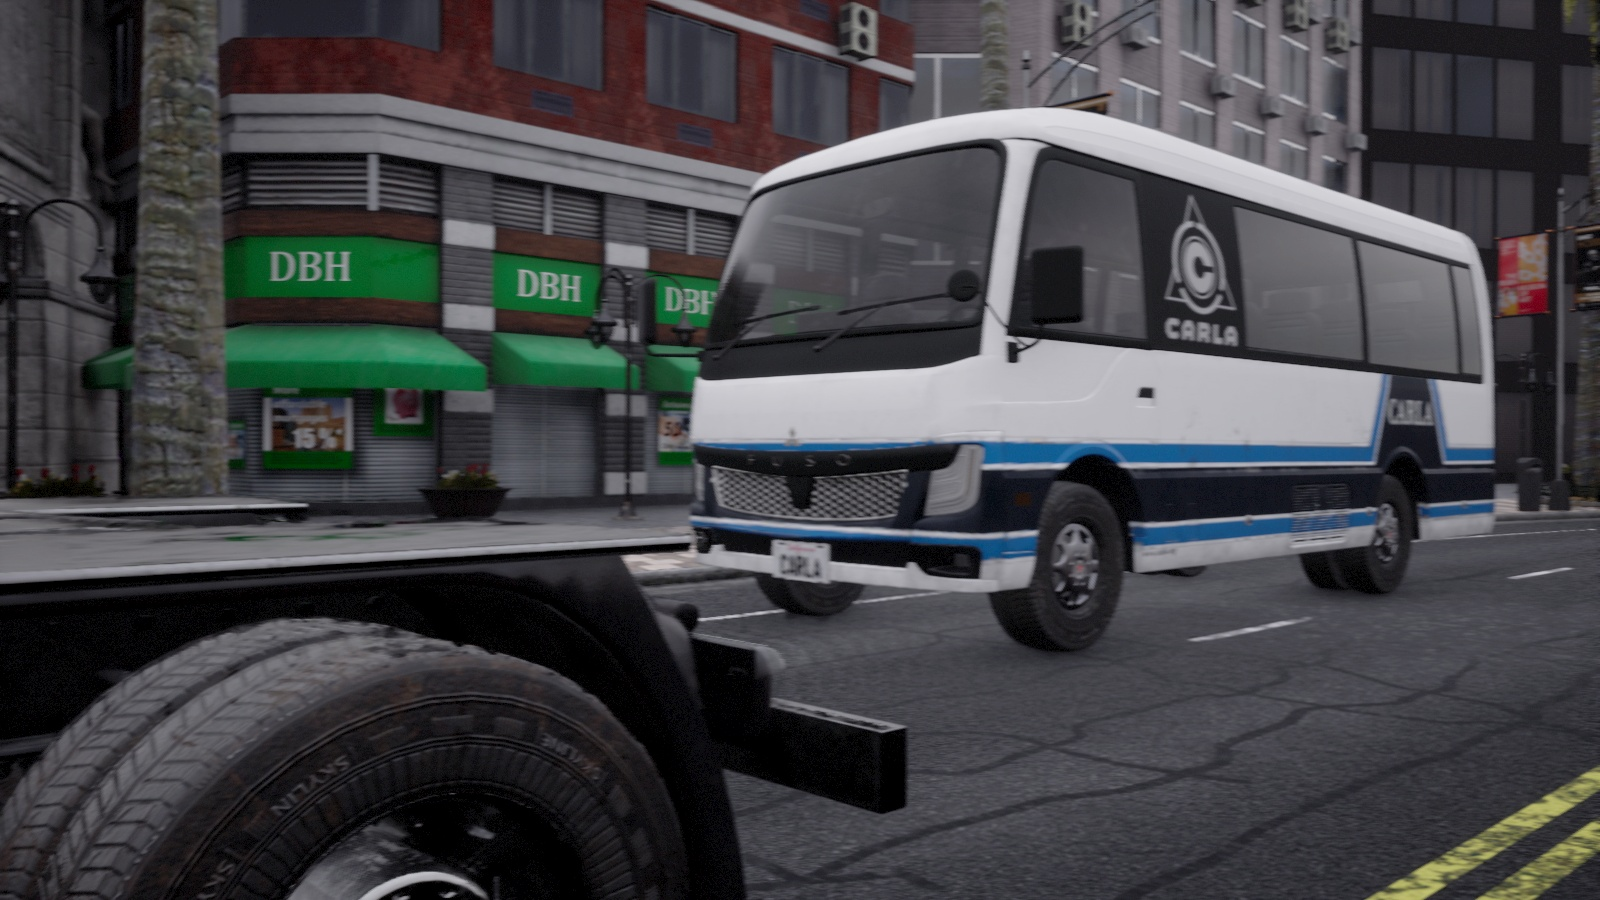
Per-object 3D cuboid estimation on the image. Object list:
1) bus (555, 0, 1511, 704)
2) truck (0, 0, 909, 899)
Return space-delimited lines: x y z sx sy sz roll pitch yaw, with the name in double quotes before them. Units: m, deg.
"bus" 3.088 -0.635 12.351 10.273 4.253 3.944 0 0 -43
"truck" -3.628 -0.238 1.154 7.936 3.462 2.891 0 0 -44
